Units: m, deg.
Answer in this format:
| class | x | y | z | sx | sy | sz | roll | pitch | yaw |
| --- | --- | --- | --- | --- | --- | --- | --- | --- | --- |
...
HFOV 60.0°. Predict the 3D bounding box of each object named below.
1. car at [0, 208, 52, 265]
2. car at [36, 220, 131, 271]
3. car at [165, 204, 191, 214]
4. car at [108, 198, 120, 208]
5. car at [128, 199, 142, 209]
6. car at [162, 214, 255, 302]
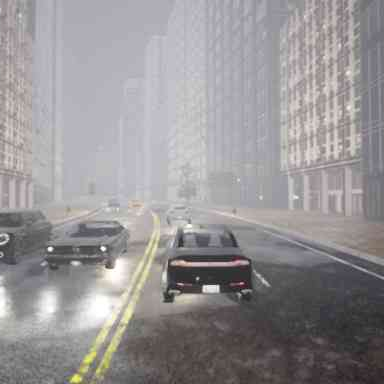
| class | x | y | z | sx | sy | sz | roll | pitch | yaw |
| --- | --- | --- | --- | --- | --- | --- | --- | --- | --- |
| car | -6.602 | 1.421 | 11.834 | 2.097 | 1.767 | 4.553 | 0 | 0 | -4 |
| car | -3.301 | 1.666 | 11.348 | 1.895 | 1.301 | 4.718 | 0 | 0 | -3 |
| car | -1.140 | 1.684 | 26.765 | 1.812 | 1.442 | 4.674 | 0 | 0 | -6 |
| car | -13.251 | 1.820 | 56.278 | 1.882 | 1.535 | 5.008 | 0 | -1 | -14 |
| car | -8.793 | 1.796 | 51.377 | 1.882 | 1.535 | 5.008 | 0 | 0 | -13 |
| car | 0.264 | 1.538 | 8.391 | 2.128 | 1.511 | 4.902 | 0 | 0 | -2 |
